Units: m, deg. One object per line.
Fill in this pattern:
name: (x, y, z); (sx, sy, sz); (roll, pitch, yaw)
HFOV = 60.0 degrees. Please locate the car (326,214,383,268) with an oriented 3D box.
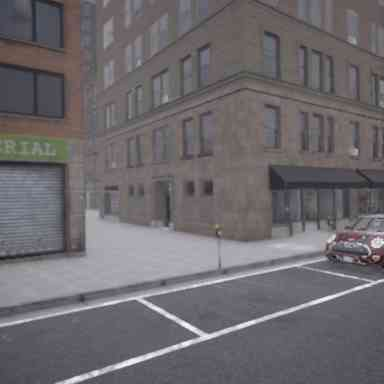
car: (6.306, 1.496, 11.172); (4.097, 1.590, 1.967); (0, -1, -36)
